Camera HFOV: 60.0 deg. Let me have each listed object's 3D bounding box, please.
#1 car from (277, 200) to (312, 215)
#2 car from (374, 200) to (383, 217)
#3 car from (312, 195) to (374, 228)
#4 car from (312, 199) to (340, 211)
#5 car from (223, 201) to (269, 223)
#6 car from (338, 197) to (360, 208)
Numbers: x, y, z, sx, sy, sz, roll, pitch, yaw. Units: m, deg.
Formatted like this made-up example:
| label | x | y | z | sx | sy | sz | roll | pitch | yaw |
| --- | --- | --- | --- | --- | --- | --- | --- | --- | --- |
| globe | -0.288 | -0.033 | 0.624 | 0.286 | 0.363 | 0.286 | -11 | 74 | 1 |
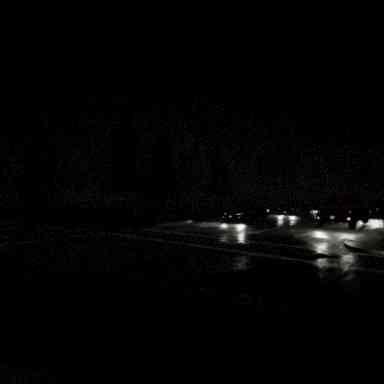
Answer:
| label | x | y | z | sx | sy | sz | roll | pitch | yaw |
| --- | --- | --- | --- | --- | --- | --- | --- | --- | --- |
| car | 10.549 | 1.555 | 33.811 | 2.033 | 1.411 | 5.357 | 0 | 0 | 39 |
| car | 16.710 | 1.450 | 30.275 | 2.128 | 1.511 | 4.902 | 0 | 0 | 40 |
| car | 10.385 | 1.205 | 22.623 | 2.150 | 2.045 | 5.566 | 0 | 0 | 40 |
| car | 16.531 | 1.549 | 41.023 | 1.994 | 1.385 | 4.181 | 0 | 0 | 40 |
| car | 4.346 | 1.536 | 26.301 | 1.837 | 1.490 | 4.892 | 0 | 0 | 40 |
| car | 23.091 | 1.486 | 48.859 | 1.812 | 1.442 | 4.674 | 0 | 0 | 41 |
